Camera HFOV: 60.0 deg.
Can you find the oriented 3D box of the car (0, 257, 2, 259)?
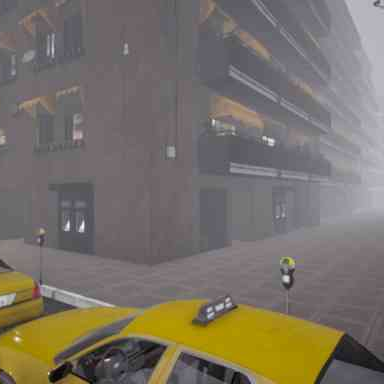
[{"bbox_3d":[-4.618,1.525,6.032,4.829,1.417,1.752,0,0,36],"label":"car"}]

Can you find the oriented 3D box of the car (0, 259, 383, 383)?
[{"bbox_3d":[-0.031,1.525,2.749,4.829,1.417,1.752,0,0,36],"label":"car"}]
